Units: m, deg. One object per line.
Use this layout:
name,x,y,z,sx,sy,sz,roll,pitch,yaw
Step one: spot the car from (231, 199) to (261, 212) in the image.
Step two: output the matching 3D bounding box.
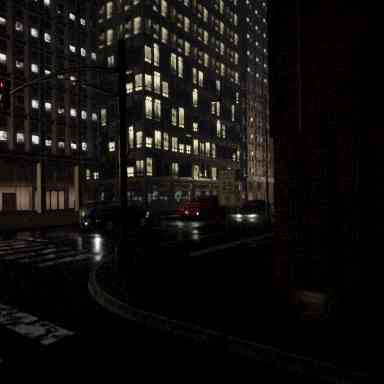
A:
car,6.770,1.689,41.427,1.752,1.417,4.829,-2,-1,36

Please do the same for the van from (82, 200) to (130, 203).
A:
van,-6.059,1.460,23.513,1.690,1.788,3.998,-2,-1,36

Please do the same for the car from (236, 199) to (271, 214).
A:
car,7.180,1.584,37.534,1.882,1.535,5.008,-1,-1,36

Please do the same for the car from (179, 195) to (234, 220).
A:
car,1.176,1.307,29.171,2.150,2.045,5.566,-1,-1,36

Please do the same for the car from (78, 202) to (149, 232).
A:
car,-4.713,1.571,20.981,1.837,1.490,4.892,-1,-1,33
